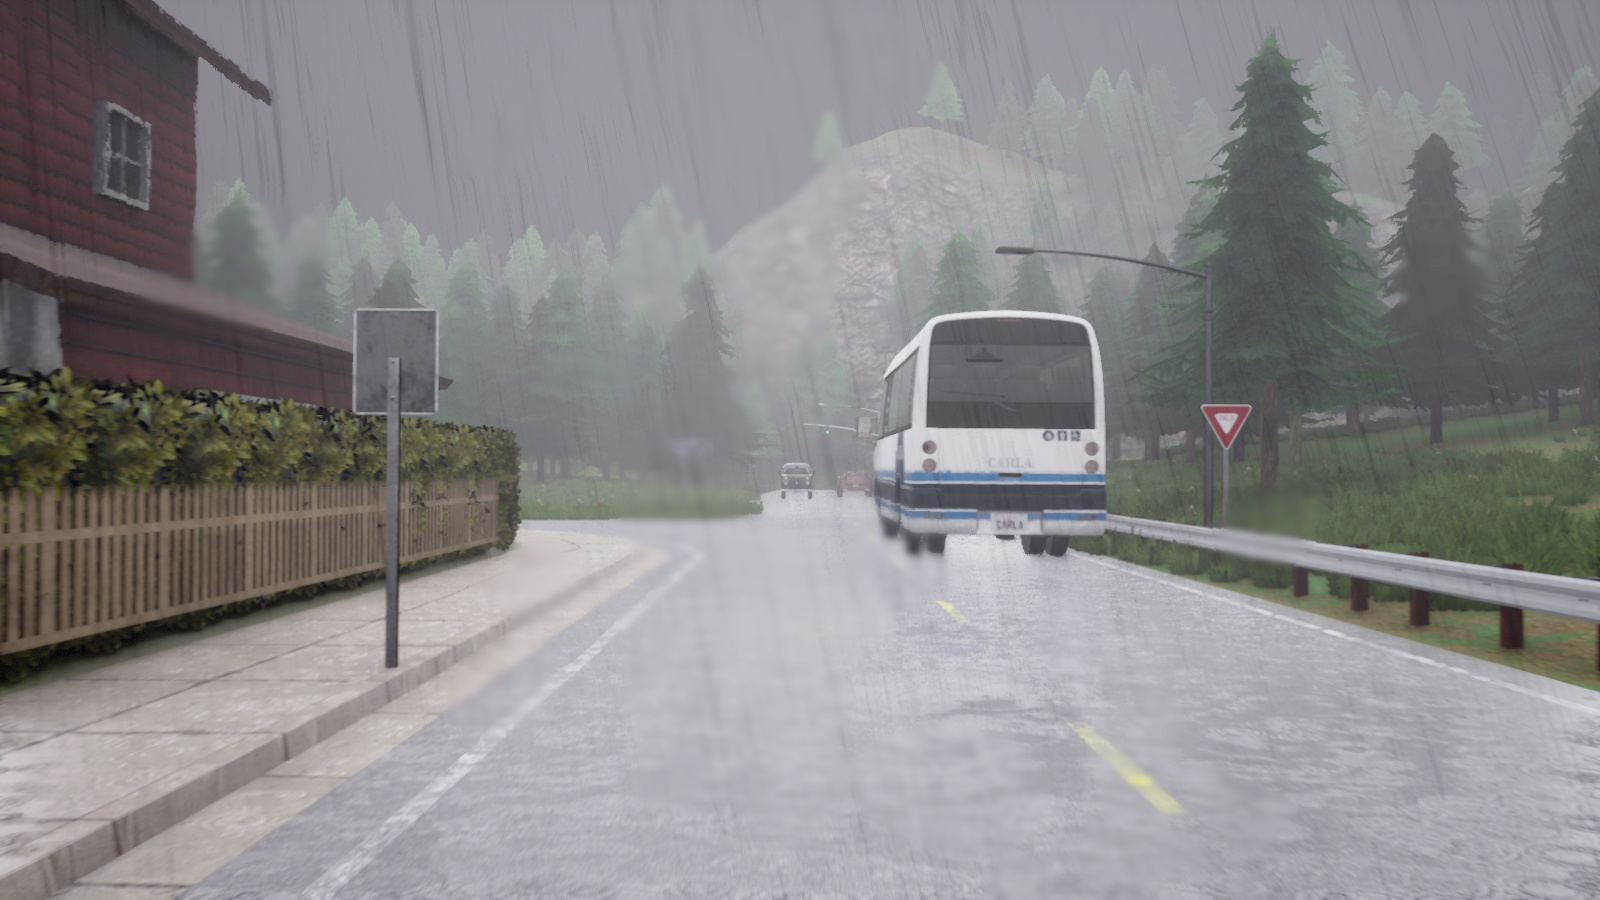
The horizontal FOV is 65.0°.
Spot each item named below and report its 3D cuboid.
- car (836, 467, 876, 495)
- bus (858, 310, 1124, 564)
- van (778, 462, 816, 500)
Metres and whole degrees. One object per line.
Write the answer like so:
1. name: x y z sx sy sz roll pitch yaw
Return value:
1. car: 3.317 1.836 75.037 2.152 1.651 5.027 0 -1 0
2. bus: 3.433 -0.145 26.176 3.944 4.253 10.273 0 -1 0
3. van: -0.172 1.721 70.644 2.069 2.038 4.480 0 -1 0
